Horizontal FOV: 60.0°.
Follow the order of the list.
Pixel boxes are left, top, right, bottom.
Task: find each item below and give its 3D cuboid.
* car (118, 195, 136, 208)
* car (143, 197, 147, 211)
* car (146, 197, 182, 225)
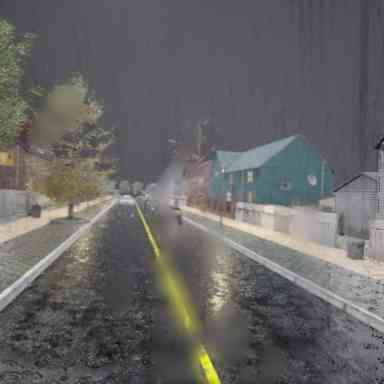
[{"bbox_3d":[-8.156,1.165,41.781,1.812,1.442,4.674,3,0,-11],"label":"car"},{"bbox_3d":[-4.499,1.285,37.438,2.128,1.511,4.902,3,0,-10],"label":"car"},{"bbox_3d":[-1.827,1.384,23.148,2.128,1.511,4.902,3,0,-10],"label":"car"}]
